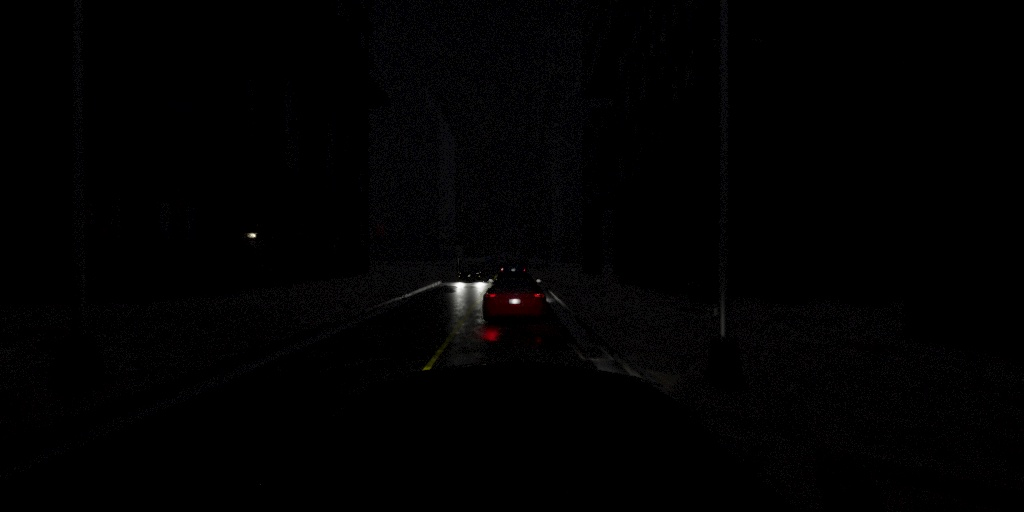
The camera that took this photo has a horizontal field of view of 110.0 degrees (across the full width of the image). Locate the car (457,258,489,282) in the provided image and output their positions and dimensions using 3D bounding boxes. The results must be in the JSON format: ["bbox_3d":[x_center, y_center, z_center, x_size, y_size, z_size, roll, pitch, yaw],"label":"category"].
[{"bbox_3d":[-3.095,1.172,28.211,1.837,1.490,4.892,0,0,0],"label":"car"}]

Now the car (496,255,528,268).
[{"bbox_3d":[0.091,1.020,27.727,2.097,1.767,4.553,0,0,0],"label":"car"}]

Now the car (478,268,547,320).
[{"bbox_3d":[0.091,1.284,12.478,1.994,1.385,4.181,0,0,0],"label":"car"}]
